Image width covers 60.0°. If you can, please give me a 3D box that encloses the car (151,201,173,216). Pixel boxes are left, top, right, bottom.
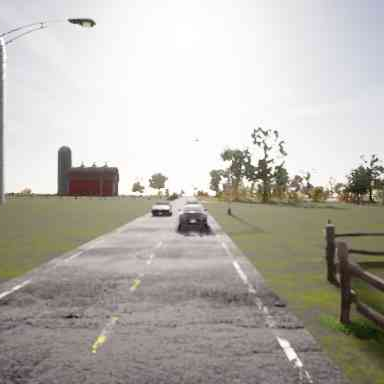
[{"bbox_3d":[-2.899,1.581,32.967,2.033,1.411,5.357,0,0,0],"label":"car"}]

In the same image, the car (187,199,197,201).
[{"bbox_3d":[0.035,1.608,42.670,1.994,1.385,4.181,0,0,0],"label":"car"}]

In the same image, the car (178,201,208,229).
[{"bbox_3d":[0.061,1.545,21.940,1.812,1.442,4.674,0,0,0],"label":"car"}]
